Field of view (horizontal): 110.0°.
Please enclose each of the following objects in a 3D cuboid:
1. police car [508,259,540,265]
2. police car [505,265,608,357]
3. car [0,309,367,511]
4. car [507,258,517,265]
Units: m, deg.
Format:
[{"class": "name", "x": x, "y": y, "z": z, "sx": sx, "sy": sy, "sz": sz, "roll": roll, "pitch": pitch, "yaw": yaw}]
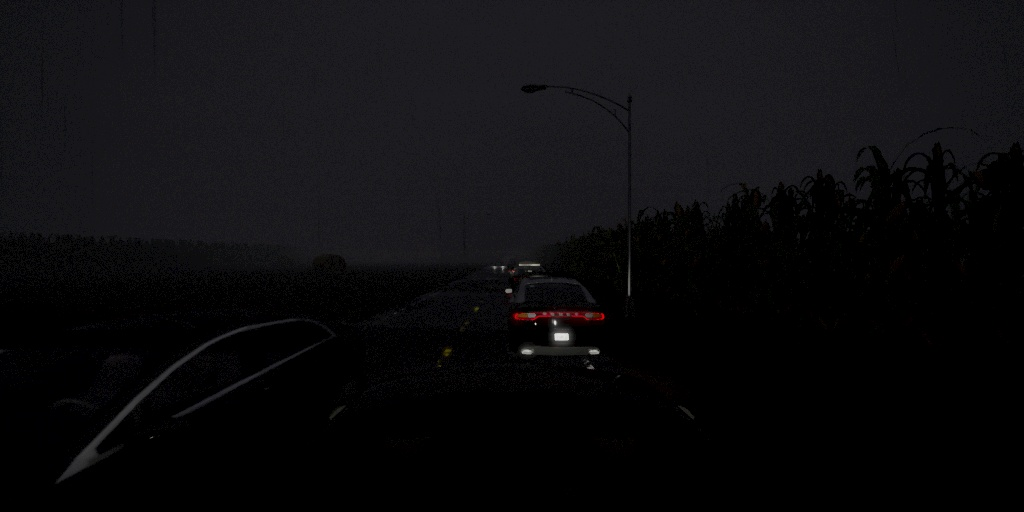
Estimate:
[{"class": "police car", "x": 0.904, "y": 1.166, "z": 18.701, "sx": 1.930, "sy": 1.638, "sz": 5.238, "roll": 0, "pitch": 0, "yaw": 0}, {"class": "police car", "x": 0.859, "y": 1.173, "z": 8.701, "sx": 1.930, "sy": 1.638, "sz": 5.238, "roll": 0, "pitch": 0, "yaw": 0}, {"class": "car", "x": -2.743, "y": 1.241, "z": 2.600, "sx": 2.128, "sy": 1.511, "sz": 4.902, "roll": 0, "pitch": 0, "yaw": 0}, {"class": "car", "x": 0.930, "y": 1.084, "z": 24.560, "sx": 2.097, "sy": 1.767, "sz": 4.553, "roll": 0, "pitch": 0, "yaw": 0}]
